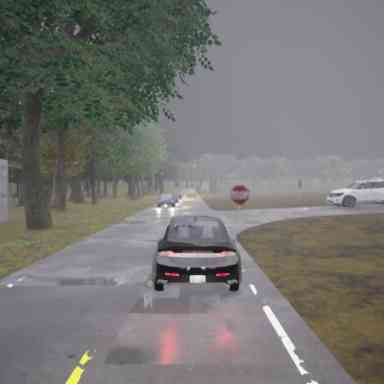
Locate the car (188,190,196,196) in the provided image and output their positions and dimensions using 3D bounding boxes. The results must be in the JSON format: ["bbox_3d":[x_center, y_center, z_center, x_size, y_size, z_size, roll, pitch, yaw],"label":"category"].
[{"bbox_3d":[-0.021,0.184,80.417,1.812,1.442,4.674,0,1,0],"label":"car"}]

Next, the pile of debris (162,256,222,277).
[{"bbox_3d":[-0.002,2.030,9.246,1.500,0.140,1.860,0,1,0],"label":"pile of debris"}]

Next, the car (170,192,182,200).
[{"bbox_3d":[-2.787,0.730,59.545,1.895,1.301,4.718,0,1,1],"label":"car"}]

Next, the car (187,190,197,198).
[{"bbox_3d":[-0.018,0.452,69.999,1.882,1.535,5.008,0,1,0],"label":"car"}]

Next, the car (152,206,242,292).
[{"bbox_3d":[0.093,1.355,8.566,2.128,1.511,4.902,0,1,0],"label":"car"}]

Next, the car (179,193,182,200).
[{"bbox_3d":[-2.843,0.797,47.635,1.837,1.490,4.892,0,1,0],"label":"car"}]

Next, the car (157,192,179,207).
[{"bbox_3d":[-2.854,0.951,38.222,1.812,1.442,4.674,0,1,0],"label":"car"}]

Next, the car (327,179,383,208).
[{"bbox_3d":[13.347,0.085,25.547,5.566,2.045,2.150,-3,2,1],"label":"car"}]
